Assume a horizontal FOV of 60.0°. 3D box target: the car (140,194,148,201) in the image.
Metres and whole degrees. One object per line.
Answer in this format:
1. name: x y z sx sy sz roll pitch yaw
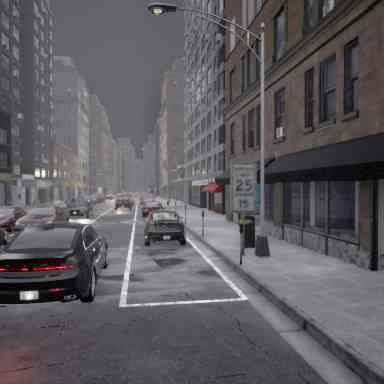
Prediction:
1. car: -11.035 1.213 76.211 1.947 1.339 4.313 -1 0 -9

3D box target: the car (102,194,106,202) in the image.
1. car: -16.801 1.034 58.104 2.192 1.841 5.009 -1 0 -9

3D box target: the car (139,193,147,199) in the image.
1. car: -13.694 1.054 92.988 1.967 1.590 4.097 -1 0 -9

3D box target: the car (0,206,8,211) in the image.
1. car: -10.597 1.489 18.958 1.802 1.307 4.206 -1 0 -9

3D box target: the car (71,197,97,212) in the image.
1. car: -9.344 1.413 27.507 1.994 1.385 4.181 0 0 -10

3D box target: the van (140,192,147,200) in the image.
1. van: -11.924 0.976 81.803 1.690 1.788 3.998 -1 0 -9

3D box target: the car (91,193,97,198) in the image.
1. car: -15.028 1.199 46.920 1.967 1.590 4.097 -1 0 -9

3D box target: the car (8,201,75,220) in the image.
1. car: -7.787 1.436 17.661 1.812 1.442 4.674 0 0 -9

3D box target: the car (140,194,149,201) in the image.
1. car: -10.149 1.227 70.619 1.947 1.339 4.313 -1 0 -9

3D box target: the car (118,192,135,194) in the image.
1. car: -9.602 1.090 48.943 2.097 1.767 4.553 0 0 -9

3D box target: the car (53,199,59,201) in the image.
1. car: -12.342 1.366 29.975 1.752 1.417 4.829 -1 0 -9

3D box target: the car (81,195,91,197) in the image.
1. car: -14.141 1.349 41.328 1.947 1.339 4.313 -1 0 -9

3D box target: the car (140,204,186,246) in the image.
1. car: -1.291 1.469 14.696 2.008 1.369 4.403 -1 0 -9

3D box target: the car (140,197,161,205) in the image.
1. car: -3.063 1.391 25.881 1.887 1.381 4.507 -1 0 -9

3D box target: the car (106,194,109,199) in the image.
1. car: -17.686 1.142 63.698 1.967 1.590 4.097 -1 0 -9

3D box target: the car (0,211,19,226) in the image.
1. car: -6.332 1.476 8.460 1.837 1.490 4.892 0 0 -9

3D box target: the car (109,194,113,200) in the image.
1. car: -20.342 1.204 80.477 1.887 1.381 4.507 -1 0 -9

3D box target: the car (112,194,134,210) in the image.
1. car: -7.922 1.288 38.696 1.837 1.490 4.892 0 0 -9

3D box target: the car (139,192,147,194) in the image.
1. car: -7.493 1.153 53.840 1.967 1.590 4.097 -1 0 -9

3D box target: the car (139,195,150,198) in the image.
1. car: -4.834 1.330 37.065 1.887 1.381 4.507 -1 0 -9

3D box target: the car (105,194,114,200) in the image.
1. car: -21.228 1.193 86.070 1.887 1.381 4.507 -1 0 -9

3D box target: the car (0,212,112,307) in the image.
1. car: -3.116 1.473 7.980 1.837 1.490 4.892 0 0 -9

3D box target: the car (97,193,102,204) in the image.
1. car: -15.914 1.178 52.512 1.967 1.590 4.097 -1 0 -9
